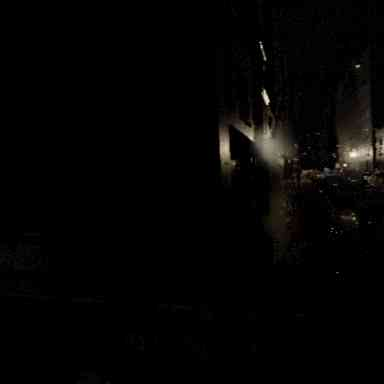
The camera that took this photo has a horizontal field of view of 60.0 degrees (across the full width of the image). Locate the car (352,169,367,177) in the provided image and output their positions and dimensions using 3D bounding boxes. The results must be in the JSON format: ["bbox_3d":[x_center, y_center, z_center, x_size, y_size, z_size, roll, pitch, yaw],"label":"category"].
[{"bbox_3d":[32.287,-3.677,64.127,1.802,1.307,4.206,-2,3,18],"label":"car"}]

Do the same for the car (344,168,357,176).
[{"bbox_3d":[35.592,-4.565,74.647,1.967,1.590,4.097,-2,3,18],"label":"car"}]

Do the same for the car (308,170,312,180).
[{"bbox_3d":[19.196,-2.226,50.900,1.947,1.339,4.313,-2,3,18],"label":"car"}]

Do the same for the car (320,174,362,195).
[{"bbox_3d":[10.919,-0.377,24.587,2.008,1.369,4.403,-2,3,18],"label":"car"}]

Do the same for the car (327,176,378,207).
[{"bbox_3d":[9.264,0.010,19.325,1.947,1.339,4.313,-2,3,18],"label":"car"}]

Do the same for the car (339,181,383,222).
[{"bbox_3d":[7.610,0.399,14.063,1.802,1.307,4.206,-2,3,18],"label":"car"}]

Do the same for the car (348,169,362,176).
[{"bbox_3d":[33.942,-4.067,69.391,1.947,1.339,4.313,-2,3,18],"label":"car"}]

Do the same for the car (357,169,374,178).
[{"bbox_3d":[30.631,-3.319,58.863,1.947,1.339,4.313,-2,3,18],"label":"car"}]

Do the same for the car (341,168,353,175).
[{"bbox_3d":[37.247,-4.938,79.911,1.967,1.590,4.097,-2,3,18],"label":"car"}]

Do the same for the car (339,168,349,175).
[{"bbox_3d":[38.903,-5.311,85.175,1.967,1.590,4.097,-2,3,18],"label":"car"}]

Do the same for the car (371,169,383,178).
[{"bbox_3d":[27.319,-2.587,48.334,2.008,1.369,4.403,-2,3,18],"label":"car"}]

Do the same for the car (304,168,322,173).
[{"bbox_3d":[24.150,-3.598,66.673,2.192,1.841,5.009,-2,3,18],"label":"car"}]

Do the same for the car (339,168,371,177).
[{"bbox_3d":[17.475,-1.563,35.966,2.097,1.767,4.553,-2,3,18],"label":"car"}]

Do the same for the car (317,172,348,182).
[{"bbox_3d":[12.574,-0.755,29.849,1.887,1.381,4.507,-2,3,18],"label":"car"}]

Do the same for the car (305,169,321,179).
[{"bbox_3d":[22.507,-2.974,61.425,1.947,1.339,4.313,-2,3,18],"label":"car"}]

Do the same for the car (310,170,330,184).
[{"bbox_3d":[17.488,-1.882,45.474,1.752,1.417,4.829,-2,3,18],"label":"car"}]
